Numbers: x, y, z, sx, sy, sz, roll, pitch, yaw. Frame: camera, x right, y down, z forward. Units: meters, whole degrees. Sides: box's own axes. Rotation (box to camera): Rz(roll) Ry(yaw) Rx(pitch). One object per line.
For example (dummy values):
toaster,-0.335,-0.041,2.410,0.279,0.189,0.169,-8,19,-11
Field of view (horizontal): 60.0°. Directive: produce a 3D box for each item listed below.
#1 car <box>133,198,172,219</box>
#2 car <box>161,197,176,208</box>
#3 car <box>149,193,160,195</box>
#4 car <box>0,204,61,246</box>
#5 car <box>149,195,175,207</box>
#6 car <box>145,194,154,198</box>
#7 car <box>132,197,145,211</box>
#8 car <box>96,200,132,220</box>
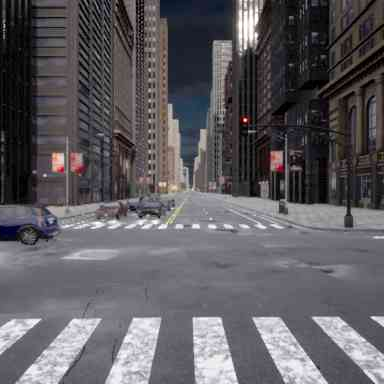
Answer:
car,-3.383,1.531,29.483,2.033,1.411,5.357,0,0,4
car,-3.455,1.510,49.774,2.033,1.411,5.357,0,0,0
car,-6.680,1.170,57.844,2.150,2.045,5.566,0,0,1
car,-8.325,1.356,14.697,4.553,1.767,2.097,0,0,0
car,-3.426,1.466,39.222,2.128,1.511,4.902,0,0,0
car,-6.696,1.470,47.395,1.837,1.490,4.892,0,0,0
car,-6.675,1.577,37.155,1.895,1.301,4.718,0,0,0
car,-6.655,1.510,28.047,1.812,1.442,4.674,0,0,0
